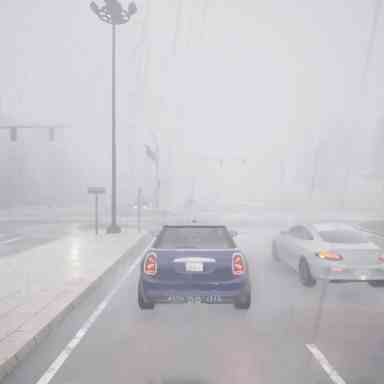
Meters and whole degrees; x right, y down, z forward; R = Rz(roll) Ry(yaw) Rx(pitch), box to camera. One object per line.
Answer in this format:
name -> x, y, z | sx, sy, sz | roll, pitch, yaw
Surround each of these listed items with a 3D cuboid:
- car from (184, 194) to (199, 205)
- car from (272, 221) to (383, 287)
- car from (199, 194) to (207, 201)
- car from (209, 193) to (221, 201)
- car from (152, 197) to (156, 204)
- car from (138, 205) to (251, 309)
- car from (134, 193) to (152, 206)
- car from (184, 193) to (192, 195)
car -> -0.244, 1.526, 54.838 | 1.812, 1.442, 4.674 | 0, 0, -1
car -> 3.561, 1.526, 9.222 | 1.812, 1.442, 4.674 | 0, 0, 0
car -> 2.723, 1.513, 85.405 | 1.812, 1.442, 4.674 | 0, 0, -1
car -> 6.228, 1.215, 85.139 | 2.150, 2.045, 5.566 | 0, 0, -1
car -> -8.464, 1.564, 65.614 | 1.994, 1.385, 4.181 | 0, 0, 0
car -> 0.058, 1.352, 8.018 | 2.097, 1.767, 4.553 | 0, 0, 0
car -> -8.343, 1.352, 55.668 | 2.097, 1.767, 4.553 | 0, 0, -1
car -> -0.777, 1.489, 85.342 | 1.837, 1.490, 4.892 | 0, 0, -1
